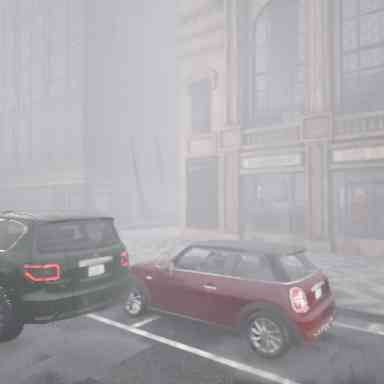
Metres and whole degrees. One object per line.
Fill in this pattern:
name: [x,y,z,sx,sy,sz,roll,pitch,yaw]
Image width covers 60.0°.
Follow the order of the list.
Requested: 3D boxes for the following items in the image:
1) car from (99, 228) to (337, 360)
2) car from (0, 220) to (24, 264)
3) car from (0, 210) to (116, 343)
car: [0.404,1.618,6.331,4.097,1.590,1.967,-1,-2,37]
car: [-8.714,1.843,13.127,4.829,1.417,1.752,-1,-2,37]
car: [-3.726,1.400,6.991,5.566,2.045,2.150,-1,-2,36]
